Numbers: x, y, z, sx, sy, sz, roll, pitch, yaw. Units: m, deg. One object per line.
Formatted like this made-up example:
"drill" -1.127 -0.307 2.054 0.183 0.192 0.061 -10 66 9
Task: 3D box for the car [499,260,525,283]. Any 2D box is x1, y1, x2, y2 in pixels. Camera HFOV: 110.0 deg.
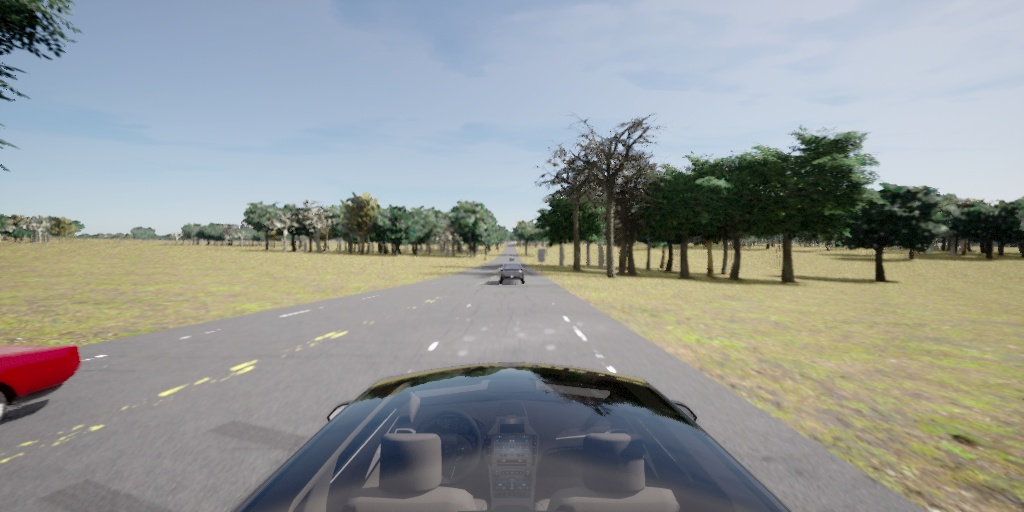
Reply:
"car" 0.001 1.308 28.440 2.128 1.511 4.902 0 0 0

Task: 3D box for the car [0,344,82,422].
"car" -6.708 1.353 2.462 1.895 1.301 4.718 0 0 3
